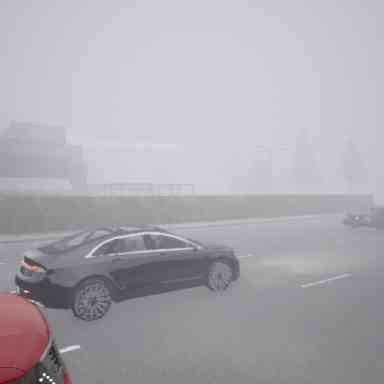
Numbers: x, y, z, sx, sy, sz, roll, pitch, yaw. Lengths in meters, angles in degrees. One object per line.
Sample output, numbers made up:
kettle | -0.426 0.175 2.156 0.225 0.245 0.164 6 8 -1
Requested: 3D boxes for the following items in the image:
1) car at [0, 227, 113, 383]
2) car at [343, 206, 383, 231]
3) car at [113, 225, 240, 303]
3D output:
car | -3.398 1.221 1.325 5.566 2.045 2.150 0 0 -35
car | 11.489 1.547 20.522 5.357 1.411 2.033 0 0 -35
car | -1.090 1.491 7.265 4.902 1.511 2.128 0 0 -35
